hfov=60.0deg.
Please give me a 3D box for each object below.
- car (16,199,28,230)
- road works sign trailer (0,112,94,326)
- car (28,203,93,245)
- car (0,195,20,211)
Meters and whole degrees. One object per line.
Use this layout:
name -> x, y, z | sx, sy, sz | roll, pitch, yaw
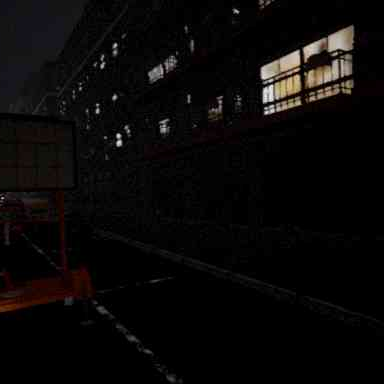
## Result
car -> -8.774, 1.310, 19.210 | 1.752, 1.417, 4.829 | -1, 1, -33
road works sign trailer -> -3.341, 0.400, 6.004 | 2.380, 3.560, 2.880 | -2, 2, -33
car -> -5.670, 1.354, 14.427 | 1.887, 1.381, 4.507 | -1, 1, -33
car -> -17.710, 1.268, 32.986 | 1.887, 1.381, 4.507 | -1, 1, -33
